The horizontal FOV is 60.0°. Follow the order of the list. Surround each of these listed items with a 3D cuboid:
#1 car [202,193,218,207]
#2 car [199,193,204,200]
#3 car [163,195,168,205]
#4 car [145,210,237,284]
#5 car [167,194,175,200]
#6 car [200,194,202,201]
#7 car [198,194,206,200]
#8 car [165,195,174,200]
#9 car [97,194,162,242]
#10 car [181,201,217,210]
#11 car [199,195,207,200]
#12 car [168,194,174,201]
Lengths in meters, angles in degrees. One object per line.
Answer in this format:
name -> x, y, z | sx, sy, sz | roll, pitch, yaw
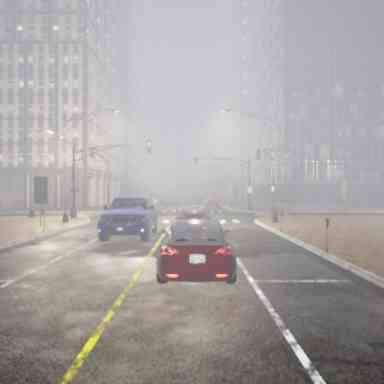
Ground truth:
car -> 2.843, 1.364, 49.347 | 1.967, 1.590, 4.097 | 0, 0, 0
car -> 2.723, 1.172, 72.048 | 2.192, 1.841, 5.009 | 0, 0, 0
car -> -5.764, 1.224, 55.029 | 2.192, 1.841, 5.009 | 0, 0, 0
car -> 0.104, 1.495, 9.595 | 2.163, 1.488, 4.792 | 0, 0, 0
car -> -5.651, 1.347, 89.082 | 2.008, 1.369, 4.403 | 0, 0, 0
car -> 2.814, 1.460, 55.025 | 2.008, 1.369, 4.403 | 0, 0, 0
car -> 2.728, 1.346, 89.071 | 2.008, 1.369, 4.403 | 0, 0, 0
car -> -5.654, 1.368, 83.406 | 2.008, 1.369, 4.403 | 0, 0, 0
car -> -2.996, 1.190, 16.593 | 2.150, 2.045, 5.566 | 0, 0, 0
car -> 0.100, 1.483, 19.590 | 2.163, 1.488, 4.792 | 0, 0, 0
car -> 2.726, 1.362, 83.397 | 1.887, 1.381, 4.507 | 0, 0, 0
car -> -5.656, 1.383, 77.731 | 1.887, 1.381, 4.507 | 0, 0, 0
